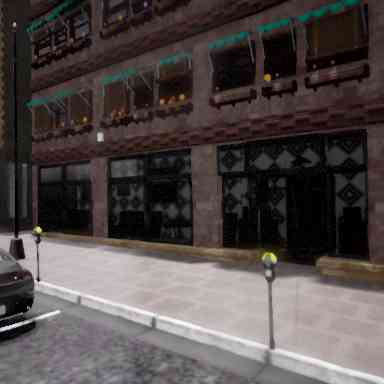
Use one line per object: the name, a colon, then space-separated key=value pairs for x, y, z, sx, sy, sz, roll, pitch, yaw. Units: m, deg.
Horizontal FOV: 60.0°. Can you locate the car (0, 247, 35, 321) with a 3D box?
car: x=-4.671 y=1.551 z=6.222 sx=4.403 sy=1.369 sz=2.008 roll=0 pitch=-1 yaw=36
